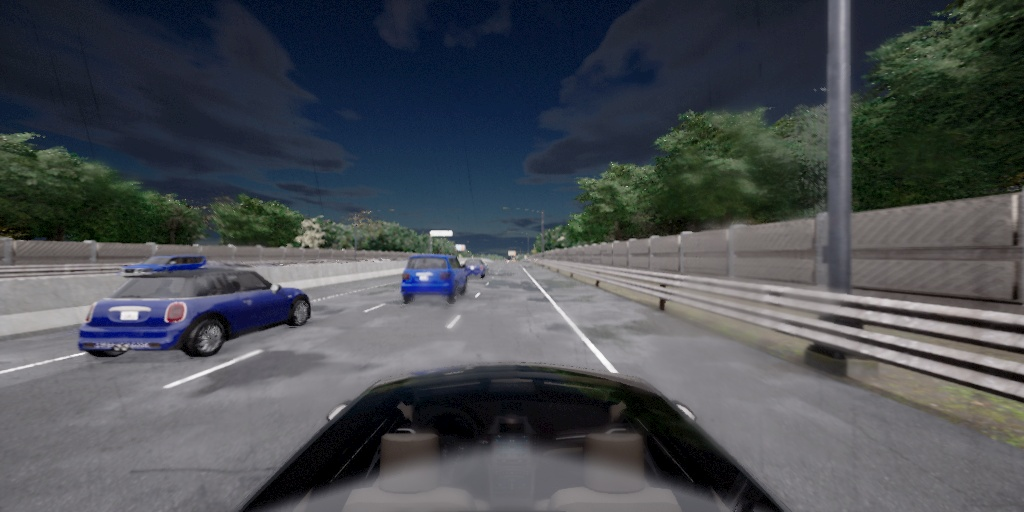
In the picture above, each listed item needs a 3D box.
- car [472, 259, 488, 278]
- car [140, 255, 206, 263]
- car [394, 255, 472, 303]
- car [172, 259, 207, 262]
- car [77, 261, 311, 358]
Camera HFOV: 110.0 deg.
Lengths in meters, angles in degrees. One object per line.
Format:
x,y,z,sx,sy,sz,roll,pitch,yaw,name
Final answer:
-3.390,1.065,32.846,2.097,1.767,4.553,0,0,0,car
-24.590,0.945,25.694,2.150,2.045,5.566,0,0,0,car
-3.395,0.956,16.579,2.150,2.045,5.566,0,0,0,car
-21.090,1.214,25.944,2.128,1.511,4.902,0,0,0,car
-6.908,1.094,8.606,2.097,1.767,4.553,0,0,0,car
